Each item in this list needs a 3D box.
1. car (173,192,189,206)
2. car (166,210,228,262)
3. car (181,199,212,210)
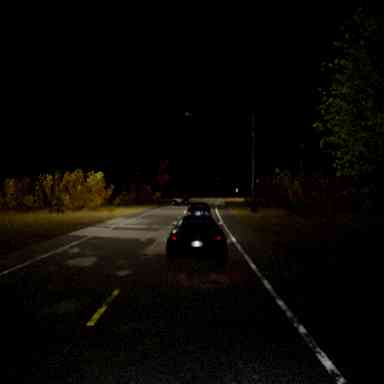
[{"bbox_3d":[-1.608,1.082,51.921,2.150,2.045,5.566,0,1,5],"label":"car"},{"bbox_3d":[0.200,1.541,12.031,1.994,1.385,4.181,0,0,2],"label":"car"},{"bbox_3d":[0.553,1.495,25.336,2.033,1.411,5.357,0,0,3],"label":"car"}]
